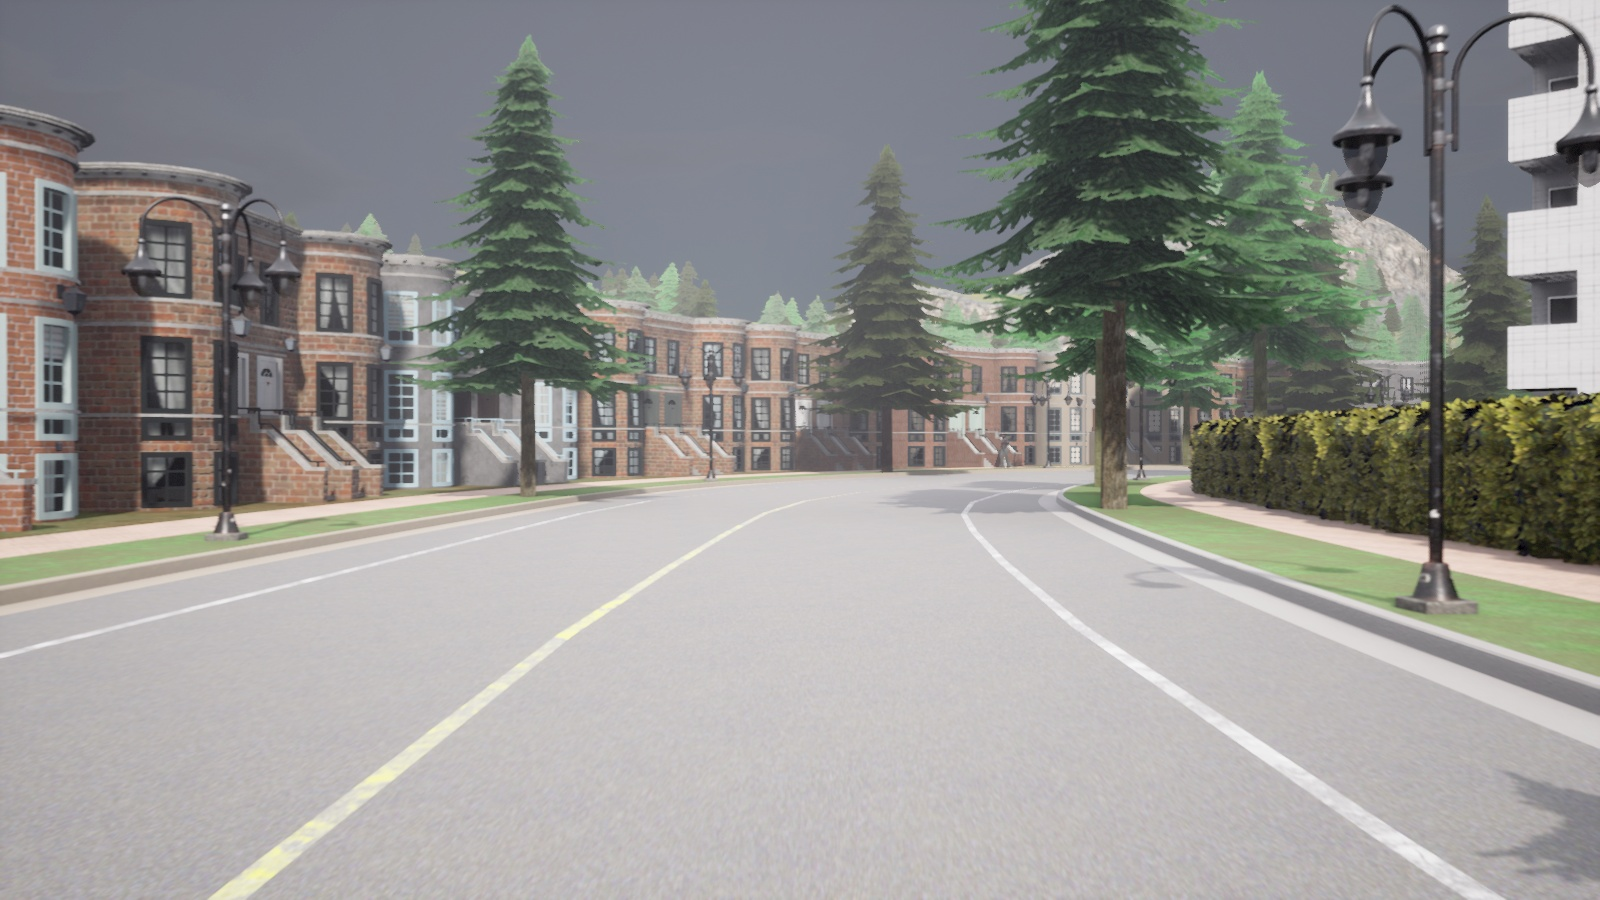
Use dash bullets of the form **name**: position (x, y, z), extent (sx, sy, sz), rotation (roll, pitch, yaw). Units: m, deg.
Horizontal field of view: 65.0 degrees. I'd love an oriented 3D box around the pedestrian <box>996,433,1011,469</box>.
- **pedestrian**: position (10.823, 0.038, 66.825), extent (0.666, 1.930, 0.402), rotation (0, 0, -39)
